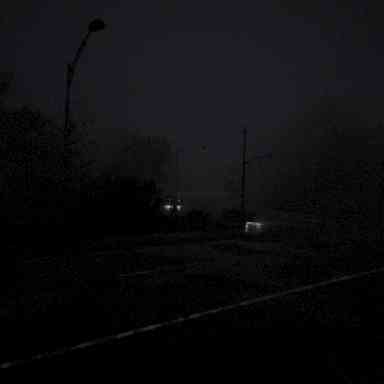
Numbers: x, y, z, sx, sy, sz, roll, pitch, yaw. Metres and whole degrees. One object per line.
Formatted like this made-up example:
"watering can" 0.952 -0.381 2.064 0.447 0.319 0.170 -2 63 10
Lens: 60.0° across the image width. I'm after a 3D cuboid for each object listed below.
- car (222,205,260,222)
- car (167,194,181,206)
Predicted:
"car" 4.577 1.977 31.690 1.812 1.442 4.674 2 -1 -25
"car" -3.219 1.224 55.229 2.097 1.767 4.553 2 2 -13
